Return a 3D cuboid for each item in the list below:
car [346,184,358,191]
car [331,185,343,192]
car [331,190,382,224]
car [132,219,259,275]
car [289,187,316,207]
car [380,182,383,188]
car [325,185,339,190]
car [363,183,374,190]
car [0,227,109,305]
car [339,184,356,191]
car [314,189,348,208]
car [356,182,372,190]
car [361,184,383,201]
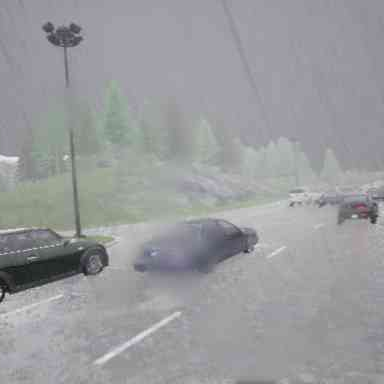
[{"bbox_3d":[39.791,-1.197,82.433,2.128,1.511,4.902,-5,0,31],"label":"car"},{"bbox_3d":[36.828,-0.955,84.280,2.128,1.511,4.902,-5,0,31],"label":"car"},{"bbox_3d":[9.426,0.894,18.842,1.837,1.490,4.892,-5,0,31],"label":"car"},{"bbox_3d":[0.395,1.585,10.709,2.033,1.411,5.357,-5,0,31],"label":"car"},{"bbox_3d":[12.539,0.490,37.439,2.150,2.045,5.566,-5,0,31],"label":"car"},{"bbox_3d":[45.770,-1.615,78.816,1.895,1.301,4.718,-5,0,31],"label":"car"},{"bbox_3d":[31.430,-0.434,75.381,2.128,1.511,4.902,-5,0,31],"label":"car"},{"bbox_3d":[42.771,-1.426,80.612,2.033,1.411,5.357,-5,0,31],"label":"car"},{"bbox_3d":[-4.550,1.765,9.320,2.097,1.767,4.553,-5,0,31],"label":"car"},{"bbox_3d":[34.389,-0.724,73.535,1.882,1.535,5.008,-5,0,31],"label":"car"},{"bbox_3d":[13.710,0.747,32.598,1.895,1.301,4.718,-5,0,31],"label":"car"},{"bbox_3d":[37.364,-1.221,71.741,2.150,2.045,5.566,-5,0,31],"label":"car"},{"bbox_3d":[19.857,0.255,35.992,1.994,1.385,4.181,-5,0,31],"label":"car"}]
